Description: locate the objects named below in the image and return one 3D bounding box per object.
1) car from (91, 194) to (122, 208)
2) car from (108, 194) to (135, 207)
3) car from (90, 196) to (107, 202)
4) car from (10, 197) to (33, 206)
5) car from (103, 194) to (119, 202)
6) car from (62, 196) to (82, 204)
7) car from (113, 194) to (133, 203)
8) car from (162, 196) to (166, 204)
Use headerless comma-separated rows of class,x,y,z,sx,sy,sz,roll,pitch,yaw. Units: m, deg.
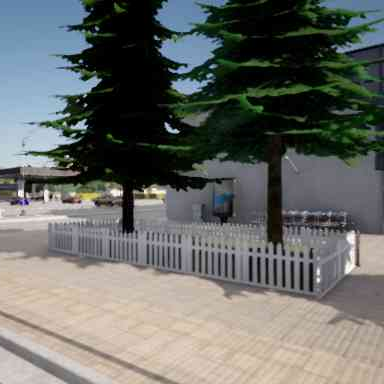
car,-12.144,1.292,48.317,4.605,1.855,1.932,0,0,36
car,-10.761,1.274,50.905,3.866,1.878,1.905,0,0,36
car,-22.236,1.690,79.007,3.806,1.475,1.970,0,0,36
car,-29.243,1.611,56.361,3.633,1.501,1.845,0,0,36
car,-19.780,1.402,81.330,3.866,1.878,1.905,0,0,36
car,-23.306,1.588,64.399,4.514,1.523,2.007,0,0,36
car,-15.374,1.382,74.030,4.605,1.855,1.932,0,0,36
car,-3.202,1.349,61.228,5.027,1.636,2.152,0,0,36
